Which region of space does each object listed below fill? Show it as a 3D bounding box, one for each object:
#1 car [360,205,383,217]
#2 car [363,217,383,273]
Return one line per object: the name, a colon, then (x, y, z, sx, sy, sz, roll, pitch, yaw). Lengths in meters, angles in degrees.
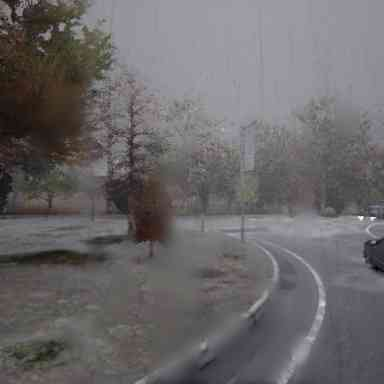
car: (20.795, 2.145, 37.384, 4.181, 1.385, 1.994, 3, -2, -34)
car: (5.742, 1.601, 8.074, 2.033, 1.411, 5.357, 0, 0, 14)
